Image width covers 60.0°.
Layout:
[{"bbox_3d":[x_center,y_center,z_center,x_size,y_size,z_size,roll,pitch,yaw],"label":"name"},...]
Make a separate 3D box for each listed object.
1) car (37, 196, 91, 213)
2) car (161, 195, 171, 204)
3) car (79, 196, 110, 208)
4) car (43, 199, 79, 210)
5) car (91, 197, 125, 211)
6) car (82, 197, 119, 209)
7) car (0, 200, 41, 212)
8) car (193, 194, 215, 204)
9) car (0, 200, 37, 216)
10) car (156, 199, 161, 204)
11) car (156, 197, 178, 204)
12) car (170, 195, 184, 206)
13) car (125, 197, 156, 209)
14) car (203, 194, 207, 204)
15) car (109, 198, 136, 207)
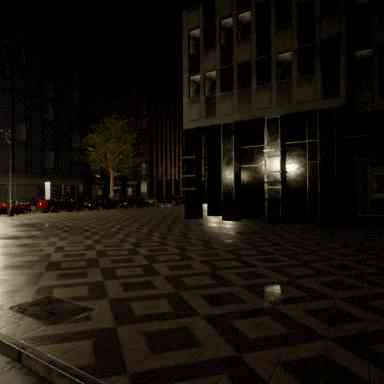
[{"bbox_3d":[-13.790,1.292,35.201,2.192,1.841,5.009,-1,0,35],"label":"car"},{"bbox_3d":[-3.313,1.285,60.294,1.837,1.490,4.892,-1,0,35],"label":"car"},{"bbox_3d":[-14.377,1.486,49.328,1.967,1.590,4.097,-1,0,35],"label":"car"},{"bbox_3d":[-17.585,1.643,44.691,1.802,1.307,4.206,-1,0,35],"label":"car"},{"bbox_3d":[-10.579,1.526,39.836,1.947,1.339,4.313,-1,0,35],"label":"car"},{"bbox_3d":[-12.785,1.494,46.776,1.882,1.535,5.008,-1,0,35],"label":"car"},{"bbox_3d":[-20.795,1.644,40.055,1.947,1.339,4.313,-1,0,35],"label":"car"},{"bbox_3d":[2.339,1.285,63.028,2.097,1.767,4.553,-1,0,35],"label":"car"},{"bbox_3d":[-16.998,1.577,30.563,1.802,1.307,4.206,-1,0,35],"label":"car"},{"bbox_3d":[-8.052,1.546,58.461,1.752,1.417,4.829,-1,0,35],"label":"car"},{"bbox_3d":[-4.745,1.576,63.238,1.947,1.339,4.313,-1,0,35],"label":"car"},{"bbox_3d":[-0.951,1.464,53.744,1.887,1.381,4.507,-1,0,35],"label":"car"},{"bbox_3d":[-7.370,1.510,44.471,1.947,1.339,4.313,-1,0,35],"label":"car"},{"bbox_3d":[2.258,1.224,58.381,2.192,1.841,5.009,-1,0,35],"label":"car"},{"bbox_3d":[-11.165,1.615,53.965,1.802,1.307,4.206,-1,0,35],"label":"car"}]
